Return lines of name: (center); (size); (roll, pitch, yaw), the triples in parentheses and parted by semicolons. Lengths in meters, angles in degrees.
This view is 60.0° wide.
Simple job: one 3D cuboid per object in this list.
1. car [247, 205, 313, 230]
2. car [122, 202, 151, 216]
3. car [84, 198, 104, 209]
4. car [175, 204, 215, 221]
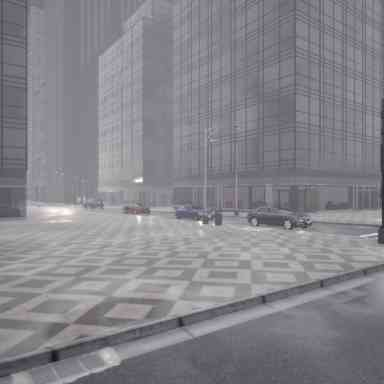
car: (5.951, 1.718, 22.962); (1.837, 1.490, 4.892); (0, -1, -36)
car: (-6.785, 2.024, 40.551); (1.882, 1.535, 5.008); (0, -1, -36)
car: (-18.293, 2.149, 61.869); (2.150, 2.045, 5.566); (0, -1, -37)
car: (0.135, 1.891, 30.998); (1.812, 1.442, 4.674); (0, -1, -36)
